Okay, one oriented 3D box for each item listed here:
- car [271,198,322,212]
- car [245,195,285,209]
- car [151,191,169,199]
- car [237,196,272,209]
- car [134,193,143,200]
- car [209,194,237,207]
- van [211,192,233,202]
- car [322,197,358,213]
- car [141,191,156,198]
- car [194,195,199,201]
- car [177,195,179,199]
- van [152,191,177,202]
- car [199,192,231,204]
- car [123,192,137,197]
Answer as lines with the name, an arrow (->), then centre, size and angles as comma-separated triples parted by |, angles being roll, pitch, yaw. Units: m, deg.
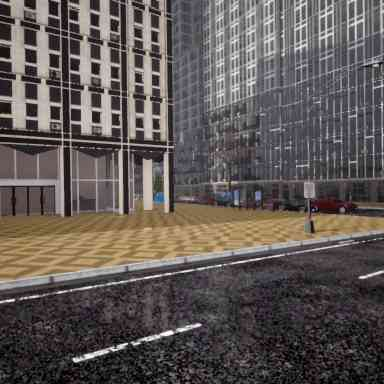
car -> 10.972, 1.424, 35.215 | 1.947, 1.339, 4.313 | 0, 1, -34
car -> 9.253, 1.228, 42.573 | 1.882, 1.535, 5.008 | -1, 1, -34
car -> -7.535, 0.615, 77.605 | 2.192, 1.841, 5.009 | 0, 1, -34
car -> 7.793, 1.388, 39.929 | 1.802, 1.307, 4.206 | 0, 1, -34
car -> -11.274, 1.039, 68.199 | 2.008, 1.369, 4.403 | 0, 1, -34
car -> 4.648, 1.319, 44.662 | 1.947, 1.339, 4.313 | 0, 1, -34
van -> 5.238, 0.855, 58.798 | 1.690, 1.788, 3.998 | 0, 1, -34
car -> 14.652, 1.315, 34.622 | 1.882, 1.535, 5.008 | -1, 1, -34
car -> -10.729, 0.686, 82.307 | 1.967, 1.590, 4.097 | 0, 1, -34
car -> 2.045, 1.043, 63.503 | 1.802, 1.307, 4.206 | 0, 1, -34
car -> -4.341, 0.936, 72.907 | 1.802, 1.307, 4.206 | 0, 1, -34
van -> -4.887, 0.937, 58.793 | 1.690, 1.788, 3.998 | 0, 1, -34
car -> 3.600, 1.011, 50.879 | 2.097, 1.767, 4.553 | -1, 1, -35
car -> -17.115, 0.688, 91.712 | 2.008, 1.369, 4.403 | 0, 1, -34
